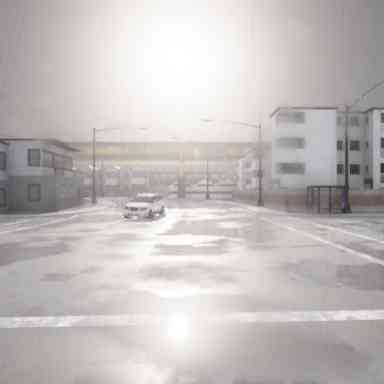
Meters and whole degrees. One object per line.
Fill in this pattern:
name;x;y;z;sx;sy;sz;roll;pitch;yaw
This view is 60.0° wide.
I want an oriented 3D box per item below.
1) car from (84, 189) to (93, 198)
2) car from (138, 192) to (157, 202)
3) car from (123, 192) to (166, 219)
car;-24.545;0.321;73.975;5.566;2.045;2.150;0;0;31
car;-7.371;0.824;54.767;1.837;1.490;4.892;2;1;-24
car;-4.012;1.192;29.313;2.150;2.045;5.566;2;3;14
